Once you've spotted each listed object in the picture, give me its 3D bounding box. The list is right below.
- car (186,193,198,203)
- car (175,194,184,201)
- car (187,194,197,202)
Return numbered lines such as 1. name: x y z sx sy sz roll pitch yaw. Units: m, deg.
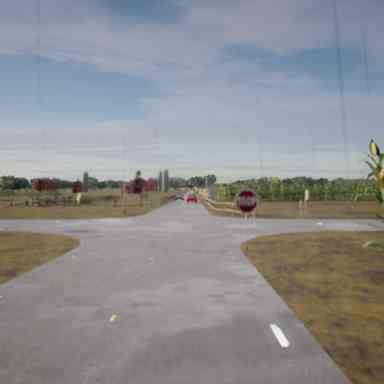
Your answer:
1. car: 0.002 1.255 68.052 2.150 2.045 5.566 0 0 0
2. car: -2.748 1.195 73.430 2.033 1.411 5.357 0 0 0
3. car: 0.003 1.304 78.412 2.097 1.767 4.553 0 0 0
